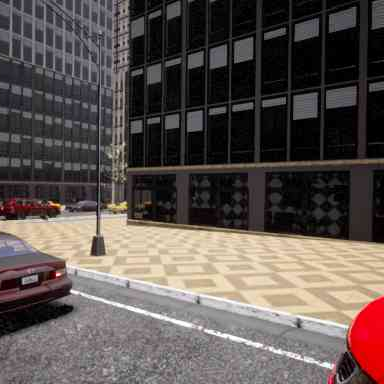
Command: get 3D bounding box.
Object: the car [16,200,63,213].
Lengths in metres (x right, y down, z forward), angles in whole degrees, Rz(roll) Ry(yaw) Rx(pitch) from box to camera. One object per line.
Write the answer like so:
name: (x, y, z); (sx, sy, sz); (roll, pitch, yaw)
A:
car: (-17.898, 1.643, 39.199); (1.752, 1.417, 4.829); (1, 0, 37)

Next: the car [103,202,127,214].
car: (-7.603, 1.830, 39.010); (1.752, 1.417, 4.829); (1, 0, 37)

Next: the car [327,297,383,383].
car: (3.453, 1.222, 1.212); (5.566, 2.045, 2.150); (0, 0, 36)

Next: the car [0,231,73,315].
car: (-4.819, 1.544, 7.137); (5.357, 1.411, 2.033); (0, 0, 35)

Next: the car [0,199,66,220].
car: (-14.424, 1.519, 29.816); (2.192, 1.841, 5.009); (1, 0, 37)

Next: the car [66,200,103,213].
car: (-13.039, 1.748, 41.389); (2.033, 1.411, 5.357); (1, 0, 37)
